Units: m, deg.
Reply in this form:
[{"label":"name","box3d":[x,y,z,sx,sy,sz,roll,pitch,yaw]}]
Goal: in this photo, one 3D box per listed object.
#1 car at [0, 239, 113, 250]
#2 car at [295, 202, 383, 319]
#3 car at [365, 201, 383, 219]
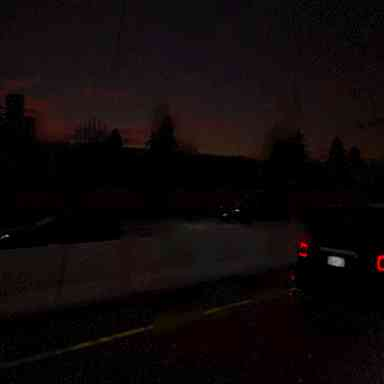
[{"label":"car","box3d":[-5.176,1.526,13.197,4.674,1.442,1.812,0,0,-36]},{"label":"car","box3d":[4.534,1.224,6.980,5.566,2.045,2.150,0,0,-35]},{"label":"car","box3d":[17.759,1.556,29.552,5.357,1.411,2.033,0,0,-35]}]
